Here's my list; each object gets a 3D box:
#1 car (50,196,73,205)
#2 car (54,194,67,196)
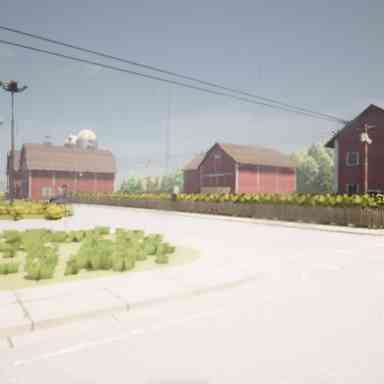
[{"bbox_3d":[-17.674,1.674,45.484,1.994,1.385,4.181,1,0,-35],"label":"car"},{"bbox_3d":[-24.058,1.364,60.423,2.150,2.045,5.566,1,0,-36],"label":"car"}]
